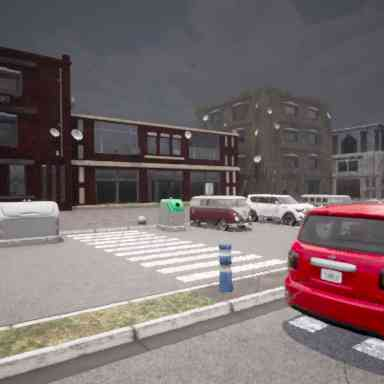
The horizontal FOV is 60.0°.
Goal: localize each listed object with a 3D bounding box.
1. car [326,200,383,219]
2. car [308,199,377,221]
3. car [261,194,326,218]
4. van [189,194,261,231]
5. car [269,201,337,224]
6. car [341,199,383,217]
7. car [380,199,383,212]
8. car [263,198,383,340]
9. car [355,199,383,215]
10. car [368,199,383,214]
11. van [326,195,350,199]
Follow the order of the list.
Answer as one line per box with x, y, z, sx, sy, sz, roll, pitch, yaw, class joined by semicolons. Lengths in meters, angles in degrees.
15.029;1.510;30.236;2.163;1.488;4.792;0;0;-36;car
12.786;1.467;28.635;2.097;1.535;5.008;0;0;-36;car
6.138;1.200;23.715;2.435;2.045;5.566;0;0;-36;car
1.746;1.233;20.384;1.878;1.987;4.442;0;0;-36;van
8.344;1.493;25.372;2.002;1.452;4.674;0;0;-36;car
17.230;1.497;31.896;2.231;1.521;4.892;0;0;-36;car
23.898;1.566;36.785;2.097;1.535;5.008;1;0;-36;car
4.070;1.215;6.079;5.566;2.045;2.150;0;0;-36;car
19.453;1.517;33.525;2.231;1.521;4.892;1;0;-36;car
21.681;1.539;35.147;2.097;1.535;5.008;1;0;-36;car
10.597;1.233;27.165;1.878;1.987;4.442;0;0;-36;van
